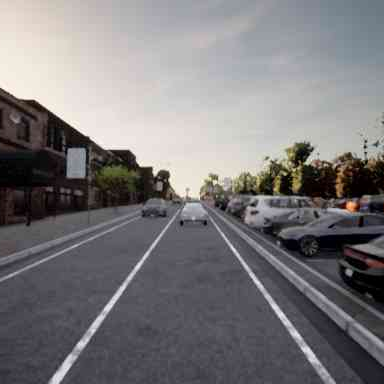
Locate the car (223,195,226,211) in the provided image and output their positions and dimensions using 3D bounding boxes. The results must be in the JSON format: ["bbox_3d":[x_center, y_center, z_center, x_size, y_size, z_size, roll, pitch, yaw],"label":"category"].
[{"bbox_3d":[5.565,1.388,31.927,4.553,1.767,2.185,0,0,0],"label":"car"}]

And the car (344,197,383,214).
[{"bbox_3d":[18.645,1.398,34.769,4.553,1.767,2.185,0,0,0],"label":"car"}]

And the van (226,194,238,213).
[{"bbox_3d":[5.483,1.281,29.123,4.442,1.987,1.878,0,0,0],"label":"van"}]

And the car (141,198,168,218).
[{"bbox_3d":[-3.344,1.397,30.446,2.097,1.767,4.553,0,0,0],"label":"car"}]

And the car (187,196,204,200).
[{"bbox_3d":[0.102,1.427,40.850,2.097,1.767,4.553,0,0,0],"label":"car"}]

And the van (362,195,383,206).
[{"bbox_3d":[18.793,1.288,31.989,4.442,1.987,1.878,0,0,0],"label":"van"}]

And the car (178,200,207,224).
[{"bbox_3d":[0.098,1.556,24.583,1.812,1.442,4.674,0,0,0],"label":"car"}]

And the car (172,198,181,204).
[{"bbox_3d":[-3.246,1.961,71.913,2.033,1.411,5.357,0,-1,0],"label":"car"}]

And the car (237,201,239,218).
[{"bbox_3d":[5.602,1.487,20.712,5.008,1.535,2.097,0,0,0],"label":"car"}]

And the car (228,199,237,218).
[{"bbox_3d":[5.595,1.501,26.318,4.892,1.521,2.231,0,0,0],"label":"car"}]

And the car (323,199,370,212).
[{"bbox_3d":[18.679,1.590,40.337,4.674,1.452,2.002,0,0,0],"label":"car"}]

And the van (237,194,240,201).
[{"bbox_3d":[5.720,1.268,23.516,4.442,1.987,1.878,0,0,0],"label":"van"}]

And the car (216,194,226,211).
[{"bbox_3d":[5.625,1.272,34.728,5.566,2.045,2.435,0,0,0],"label":"car"}]

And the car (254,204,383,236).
[{"bbox_3d":[5.610,1.476,15.101,4.892,1.521,2.231,0,0,0],"label":"car"}]

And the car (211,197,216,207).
[{"bbox_3d":[5.627,1.315,43.138,5.566,2.045,2.435,0,0,0],"label":"car"}]

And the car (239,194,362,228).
[{"bbox_3d":[5.639,1.230,17.909,5.566,2.045,2.435,0,0,0],"label":"car"}]

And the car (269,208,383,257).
[{"bbox_3d":[5.589,1.500,12.303,4.792,1.488,2.163,0,0,0],"label":"car"}]

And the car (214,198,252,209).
[{"bbox_3d":[5.594,1.589,45.937,4.892,1.521,2.231,0,0,0],"label":"car"}]

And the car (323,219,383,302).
[{"bbox_3d":[5.620,1.467,6.696,5.008,1.535,2.097,0,0,0],"label":"car"}]

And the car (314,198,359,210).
[{"bbox_3d":[18.683,1.567,43.124,5.008,1.535,2.097,0,0,0],"label":"car"}]

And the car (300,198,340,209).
[{"bbox_3d":[18.677,1.613,48.692,5.008,1.535,2.097,0,-1,0],"label":"car"}]
